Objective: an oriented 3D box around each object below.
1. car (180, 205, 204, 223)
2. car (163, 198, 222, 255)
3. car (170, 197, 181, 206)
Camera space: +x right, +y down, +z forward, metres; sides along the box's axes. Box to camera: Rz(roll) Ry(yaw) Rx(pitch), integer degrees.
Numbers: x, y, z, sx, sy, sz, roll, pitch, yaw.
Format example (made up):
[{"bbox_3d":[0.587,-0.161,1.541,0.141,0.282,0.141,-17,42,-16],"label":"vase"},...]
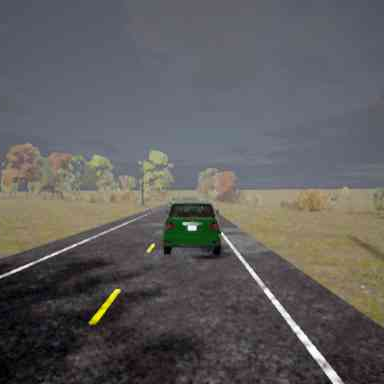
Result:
[{"bbox_3d":[0.005,1.877,29.098,1.895,1.301,4.718,0,-1,0],"label":"car"},{"bbox_3d":[0.004,1.349,14.023,2.150,2.045,5.566,0,0,0],"label":"car"},{"bbox_3d":[-3.491,2.038,71.031,2.097,1.767,4.553,0,-1,0],"label":"car"}]
